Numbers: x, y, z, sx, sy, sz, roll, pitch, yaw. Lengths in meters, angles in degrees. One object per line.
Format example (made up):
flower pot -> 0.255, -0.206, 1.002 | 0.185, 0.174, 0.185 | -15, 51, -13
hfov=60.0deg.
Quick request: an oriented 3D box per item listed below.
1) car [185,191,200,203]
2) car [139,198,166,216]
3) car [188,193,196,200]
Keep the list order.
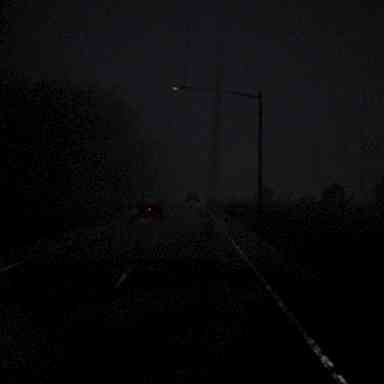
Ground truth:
car -> 0.092, 0.769, 55.551 | 2.150, 2.045, 5.566 | 0, 0, 0
car -> -3.405, 1.238, 29.192 | 1.882, 1.535, 5.008 | 0, 0, 0
car -> -0.007, 0.928, 73.583 | 1.812, 1.442, 4.674 | 0, 0, 0
